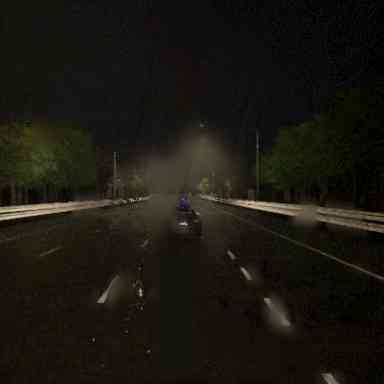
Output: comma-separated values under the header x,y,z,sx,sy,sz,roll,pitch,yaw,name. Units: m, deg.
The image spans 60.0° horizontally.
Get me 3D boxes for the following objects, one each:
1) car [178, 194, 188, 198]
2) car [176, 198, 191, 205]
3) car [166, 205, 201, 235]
x,y,z,sx,sy,sz,roll,pitch,yaw,name
-2.127,1.834,80.754,2.150,2.045,5.566,0,0,-2,car
-1.164,1.850,44.687,1.812,1.442,4.674,0,0,-2,car
-0.492,1.689,19.556,1.994,1.385,4.181,0,0,-2,car
